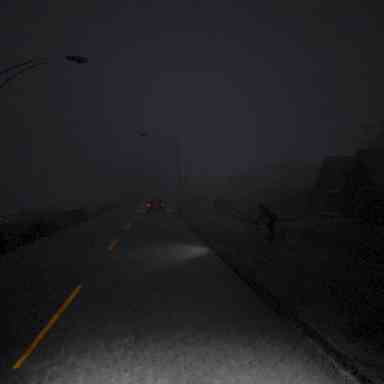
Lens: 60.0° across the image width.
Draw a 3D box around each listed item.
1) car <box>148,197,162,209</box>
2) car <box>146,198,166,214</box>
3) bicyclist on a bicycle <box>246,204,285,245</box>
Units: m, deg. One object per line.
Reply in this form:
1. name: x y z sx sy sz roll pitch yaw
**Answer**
1. car: -5.371 1.598 48.741 1.882 1.535 5.008 -1 0 -6
2. car: -4.018 1.441 37.007 2.097 1.767 4.553 -1 0 -6
3. bicyclist on a bicycle: 2.934 1.287 13.297 1.656 1.620 0.582 -2 0 -6
